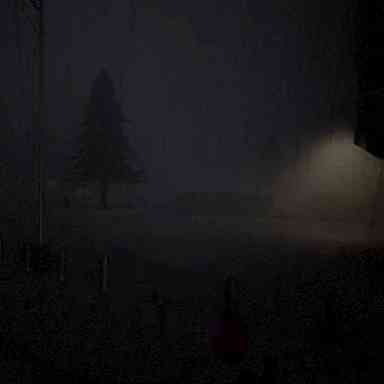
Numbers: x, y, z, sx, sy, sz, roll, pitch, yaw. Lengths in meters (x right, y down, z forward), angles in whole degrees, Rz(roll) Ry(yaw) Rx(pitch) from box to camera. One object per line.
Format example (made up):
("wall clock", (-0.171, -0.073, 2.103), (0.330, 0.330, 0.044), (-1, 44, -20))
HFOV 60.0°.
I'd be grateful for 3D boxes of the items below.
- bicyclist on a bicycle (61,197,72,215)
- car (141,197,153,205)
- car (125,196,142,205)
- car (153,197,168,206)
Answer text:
("bicyclist on a bicycle", (-11.336, 1.298, 29.968), (1.656, 1.620, 0.582), (0, 0, 36))
("car", (-5.986, 1.561, 56.169), (1.994, 1.385, 4.181), (0, 0, 36))
("car", (-9.412, 1.473, 57.409), (1.882, 1.535, 5.008), (0, 0, 36))
("car", (-3.673, 1.558, 53.233), (1.994, 1.385, 4.181), (0, 0, 36))
